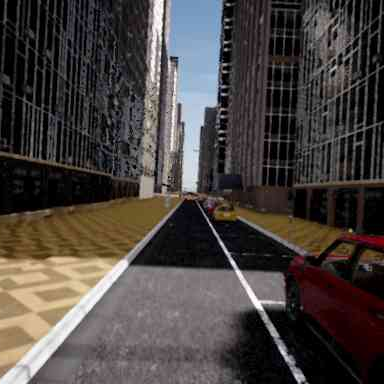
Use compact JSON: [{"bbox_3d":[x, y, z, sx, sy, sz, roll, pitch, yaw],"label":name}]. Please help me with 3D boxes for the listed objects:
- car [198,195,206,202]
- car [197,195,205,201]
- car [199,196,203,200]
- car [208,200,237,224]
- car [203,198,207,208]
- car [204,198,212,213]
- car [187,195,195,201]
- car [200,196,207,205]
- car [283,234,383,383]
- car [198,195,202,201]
[{"bbox_3d":[2.355,1.575,81.834,1.752,1.417,4.829,3,0,0],"label":"car"},{"bbox_3d":[2.338,1.593,87.215,2.008,1.369,4.403,3,0,0],"label":"car"},{"bbox_3d":[2.448,1.614,48.526,1.752,1.417,4.829,3,0,0],"label":"car"},{"bbox_3d":[2.510,1.636,26.321,1.752,1.417,4.829,3,0,0],"label":"car"},{"bbox_3d":[2.476,1.682,37.253,1.802,1.307,4.206,3,0,0],"label":"car"},{"bbox_3d":[2.494,1.650,31.702,1.887,1.381,4.507,3,0,0],"label":"car"},{"bbox_3d":[-0.207,1.392,82.794,1.882,1.535,5.008,3,0,0],"label":"car"},{"bbox_3d":[2.462,1.645,42.805,2.008,1.369,4.403,3,0,0],"label":"car"},{"bbox_3d":[2.712,1.452,4.179,2.192,1.841,5.009,3,0,0],"label":"car"},{"bbox_3d":[2.416,1.621,59.458,1.887,1.381,4.507,3,0,0],"label":"car"}]
